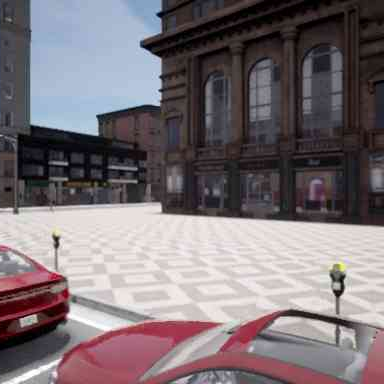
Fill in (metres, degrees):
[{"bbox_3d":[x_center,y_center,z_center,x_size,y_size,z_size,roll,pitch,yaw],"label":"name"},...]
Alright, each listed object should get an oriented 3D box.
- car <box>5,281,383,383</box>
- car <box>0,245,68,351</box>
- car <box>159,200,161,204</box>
[{"bbox_3d":[0.641,1.583,2.391,4.206,1.307,1.802,0,0,35],"label":"car"},{"bbox_3d":[-3.955,1.554,5.660,4.507,1.381,1.887,0,0,35],"label":"car"},{"bbox_3d":[-3.576,1.591,59.493,2.033,1.411,5.357,0,0,37],"label":"car"}]
